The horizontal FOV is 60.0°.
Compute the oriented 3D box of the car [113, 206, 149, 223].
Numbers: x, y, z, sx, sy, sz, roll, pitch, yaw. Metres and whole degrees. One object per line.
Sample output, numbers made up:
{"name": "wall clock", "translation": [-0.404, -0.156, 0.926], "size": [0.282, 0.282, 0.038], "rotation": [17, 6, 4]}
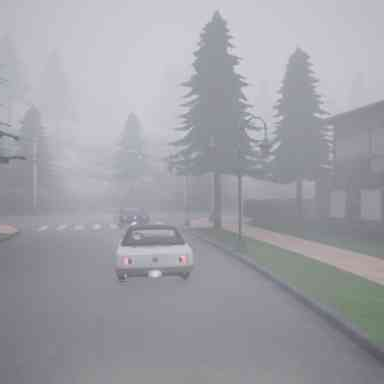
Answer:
{"name": "car", "translation": [-4.261, 1.604, 22.797], "size": [1.895, 1.301, 4.718], "rotation": [0, 1, -19]}

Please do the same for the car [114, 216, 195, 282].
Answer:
{"name": "car", "translation": [-1.192, 1.611, 9.907], "size": [1.895, 1.301, 4.718], "rotation": [0, 0, -9]}
